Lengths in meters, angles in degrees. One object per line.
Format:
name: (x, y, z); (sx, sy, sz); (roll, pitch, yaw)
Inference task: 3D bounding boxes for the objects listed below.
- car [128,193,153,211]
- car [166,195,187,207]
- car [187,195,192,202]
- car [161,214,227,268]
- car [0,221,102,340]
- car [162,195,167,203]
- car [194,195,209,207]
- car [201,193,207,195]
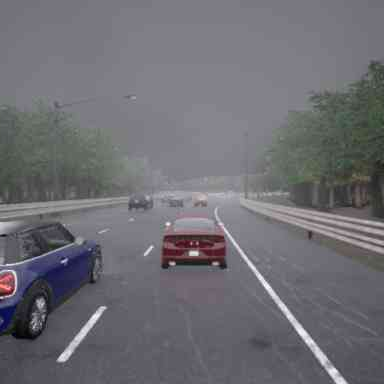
car: (-6.105, 1.187, 40.053); (2.150, 2.045, 5.566); (0, 0, 3)
car: (-2.149, 1.422, 48.864); (1.882, 1.535, 5.008); (0, 0, 3)
car: (-0.937, 1.382, 73.643); (2.128, 1.511, 4.902); (0, 0, 3)
car: (0.082, 1.476, 11.303); (1.882, 1.535, 5.008); (0, 0, 1)
car: (-3.364, 1.350, 6.709); (2.097, 1.767, 4.553); (0, 0, 0)
car: (-4.779, 1.373, 65.712); (2.128, 1.511, 4.902); (0, 0, 3)
car: (1.363, 1.542, 51.126); (1.895, 1.301, 4.718); (0, 0, 3)
car: (1.980, 1.394, 62.718); (1.882, 1.535, 5.008); (0, 0, 3)
